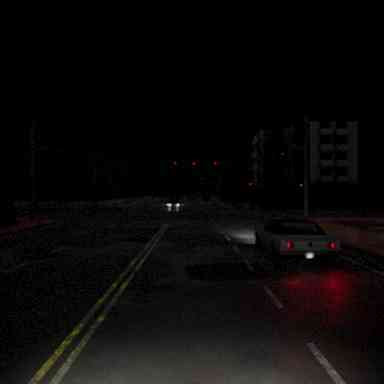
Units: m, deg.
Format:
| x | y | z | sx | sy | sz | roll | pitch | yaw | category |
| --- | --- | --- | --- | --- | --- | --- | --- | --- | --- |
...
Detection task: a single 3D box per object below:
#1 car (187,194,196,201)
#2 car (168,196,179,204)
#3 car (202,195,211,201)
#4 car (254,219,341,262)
| x | y | z | sx | sy | sz | roll | pitch | yaw | category |
| --- | --- | --- | --- | --- | --- | --- | --- | --- | --- |
| -0.010 | 1.291 | 78.178 | 2.097 | 1.767 | 4.553 | 0 | 0 | 0 | car |
| -3.520 | 1.605 | 64.456 | 1.812 | 1.442 | 4.674 | 0 | 0 | 0 | car |
| 3.490 | 1.458 | 78.223 | 1.812 | 1.442 | 4.674 | 0 | 0 | 0 | car |
| 3.535 | 1.616 | 12.146 | 1.895 | 1.301 | 4.718 | 0 | 0 | 1 | car |
